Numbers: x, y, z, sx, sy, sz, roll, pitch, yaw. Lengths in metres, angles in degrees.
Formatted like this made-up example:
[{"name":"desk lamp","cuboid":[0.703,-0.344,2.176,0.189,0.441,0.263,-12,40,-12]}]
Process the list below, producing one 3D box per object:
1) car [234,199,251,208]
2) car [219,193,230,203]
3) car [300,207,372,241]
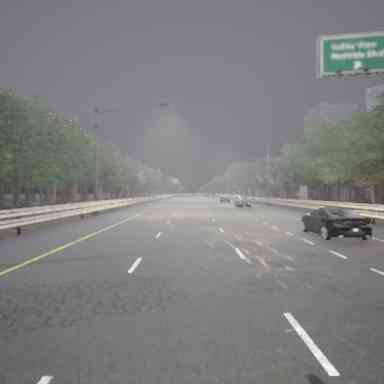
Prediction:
[{"name":"car","cuboid":[7.020,1.601,46.790,1.895,1.301,4.718,0,0,0]},{"name":"car","cuboid":[7.036,1.534,71.752,1.812,1.442,4.674,0,0,0]},{"name":"car","cuboid":[7.005,1.495,16.703,1.882,1.535,5.008,0,0,0]}]
